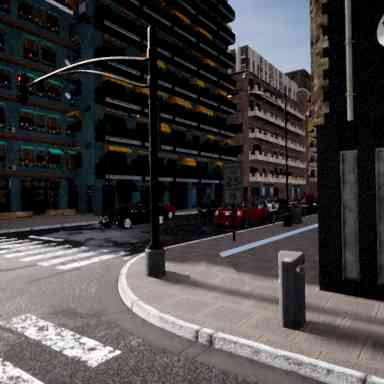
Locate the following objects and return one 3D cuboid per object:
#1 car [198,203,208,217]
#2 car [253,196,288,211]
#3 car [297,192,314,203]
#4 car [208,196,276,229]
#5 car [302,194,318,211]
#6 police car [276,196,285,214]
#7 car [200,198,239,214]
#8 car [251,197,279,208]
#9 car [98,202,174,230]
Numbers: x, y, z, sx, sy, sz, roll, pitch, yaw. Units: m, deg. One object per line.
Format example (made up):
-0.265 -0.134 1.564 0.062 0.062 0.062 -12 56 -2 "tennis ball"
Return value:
2.403 1.322 28.819 1.837 1.490 4.892 -1 0 36 "car"
9.070 1.221 37.963 2.128 1.511 4.902 -1 0 36 "car"
19.518 0.930 56.754 2.192 1.841 5.009 -1 0 36 "car"
3.069 1.200 19.694 1.967 1.590 4.097 -1 0 36 "car"
12.973 1.195 33.501 1.947 1.339 4.313 -1 0 36 "car"
6.350 1.249 28.979 2.038 1.542 4.974 -1 0 36 "police car"
2.865 1.383 33.847 2.008 1.369 4.403 -1 0 36 "car"
9.528 1.310 43.010 1.947 1.339 4.313 -1 0 36 "car"
-3.534 1.402 20.658 1.837 1.490 4.892 -1 0 36 "car"
